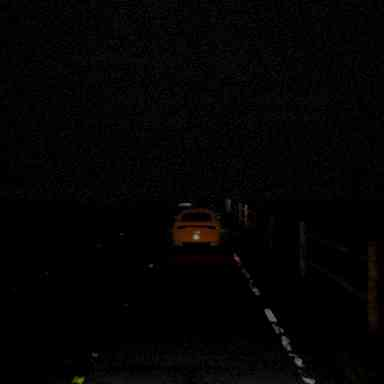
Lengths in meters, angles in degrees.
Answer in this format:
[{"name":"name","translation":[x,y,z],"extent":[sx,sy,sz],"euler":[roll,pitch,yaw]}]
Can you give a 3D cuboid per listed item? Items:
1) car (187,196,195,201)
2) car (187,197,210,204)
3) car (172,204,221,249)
[{"name":"car","translation":[-0.122,1.564,69.717],"extent":[2.128,1.511,4.902],"euler":[0,0,3]},{"name":"car","translation":[0.859,1.503,29.542],"extent":[1.882,1.535,5.008],"euler":[0,0,3]},{"name":"car","translation":[0.236,1.489,14.571],"extent":[1.882,1.535,5.008],"euler":[0,0,2]}]
